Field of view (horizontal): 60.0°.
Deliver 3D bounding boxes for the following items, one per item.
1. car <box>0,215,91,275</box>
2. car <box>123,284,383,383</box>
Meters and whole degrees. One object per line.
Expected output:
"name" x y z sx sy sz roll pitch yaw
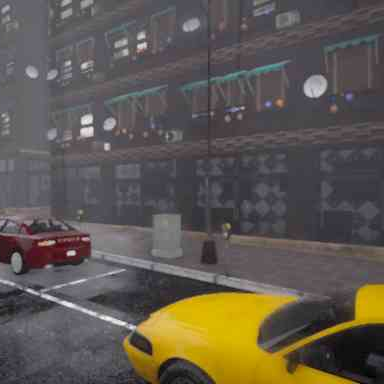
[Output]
"car" -4.788 1.320 9.482 4.507 1.381 1.887 2 0 35
"car" 1.760 1.457 2.703 5.366 1.575 1.801 2 1 35
